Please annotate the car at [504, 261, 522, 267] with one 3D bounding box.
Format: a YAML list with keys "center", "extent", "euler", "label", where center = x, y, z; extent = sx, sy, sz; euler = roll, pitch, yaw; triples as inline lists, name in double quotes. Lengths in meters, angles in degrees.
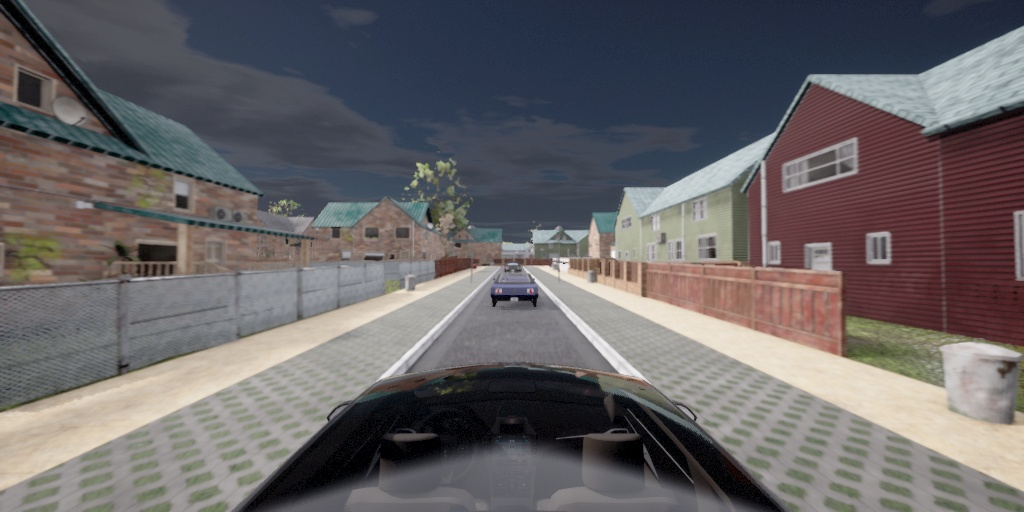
- center: [0.086, 1.272, 37.263]
  extent: [1.812, 1.442, 4.674]
  euler: [0, 0, 0]
  label: "car"

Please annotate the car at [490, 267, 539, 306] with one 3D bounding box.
- center: [0.094, 1.353, 15.728]
  extent: [1.895, 1.301, 4.718]
  euler: [0, 0, 0]
  label: "car"
